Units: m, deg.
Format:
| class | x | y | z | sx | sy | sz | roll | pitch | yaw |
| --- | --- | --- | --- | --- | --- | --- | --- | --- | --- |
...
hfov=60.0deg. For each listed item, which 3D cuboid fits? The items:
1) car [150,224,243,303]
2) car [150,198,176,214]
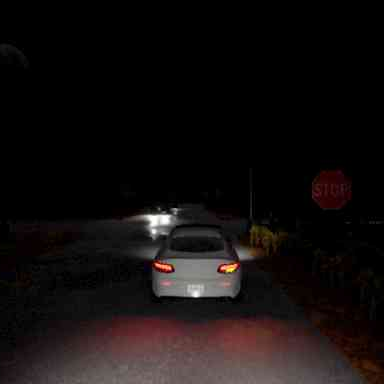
| class | x | y | z | sx | sy | sz | roll | pitch | yaw |
| --- | --- | --- | --- | --- | --- | --- | --- | --- | --- |
| car | 0.133 | 1.496 | 8.055 | 1.812 | 1.442 | 4.674 | 0 | 0 | 2 |
| car | -3.162 | 1.410 | 34.495 | 2.128 | 1.511 | 4.902 | 0 | -1 | 0 |
